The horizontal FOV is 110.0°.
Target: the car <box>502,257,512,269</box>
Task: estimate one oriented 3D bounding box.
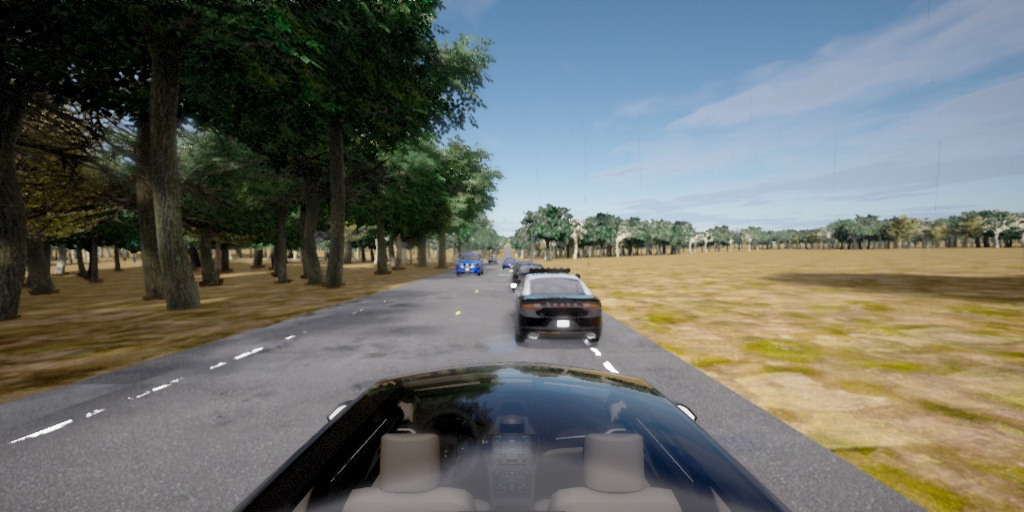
[{"bbox_3d":[-0.274,1.034,47.287,1.994,1.385,4.181,0,0,0],"label":"car"}]

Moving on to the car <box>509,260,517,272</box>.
[{"bbox_3d":[0.932,1.133,19.591,1.837,1.490,4.892,0,0,0],"label":"car"}]

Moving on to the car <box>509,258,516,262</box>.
[{"bbox_3d":[0.892,1.116,25.594,1.812,1.442,4.674,0,0,0],"label":"car"}]

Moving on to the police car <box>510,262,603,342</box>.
[{"bbox_3d":[0.997,1.119,9.698,1.930,1.638,5.238,0,0,0],"label":"police car"}]

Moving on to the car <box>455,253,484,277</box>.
[{"bbox_3d":[-3.805,0.763,33.010,2.150,2.045,5.566,0,0,0],"label":"car"}]
